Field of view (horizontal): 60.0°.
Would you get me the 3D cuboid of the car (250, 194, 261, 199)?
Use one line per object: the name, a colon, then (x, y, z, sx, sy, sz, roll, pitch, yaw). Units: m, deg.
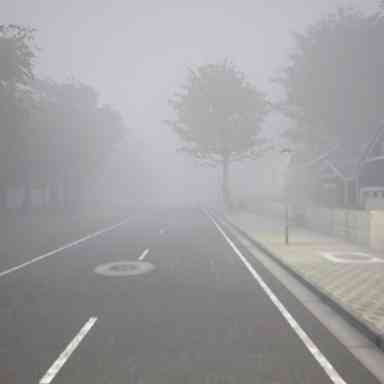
car: (12.161, 1.213, 62.936, 4.553, 1.767, 2.097, -1, -1, 0)

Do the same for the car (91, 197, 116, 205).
car: (-16.693, 1.639, 63.008, 4.553, 1.767, 2.097, -1, -1, 0)
